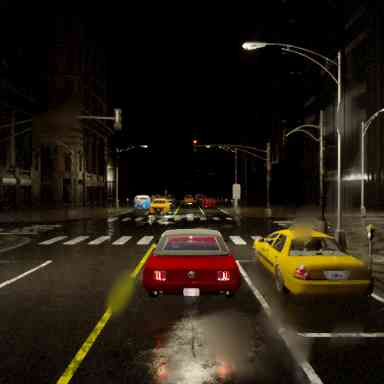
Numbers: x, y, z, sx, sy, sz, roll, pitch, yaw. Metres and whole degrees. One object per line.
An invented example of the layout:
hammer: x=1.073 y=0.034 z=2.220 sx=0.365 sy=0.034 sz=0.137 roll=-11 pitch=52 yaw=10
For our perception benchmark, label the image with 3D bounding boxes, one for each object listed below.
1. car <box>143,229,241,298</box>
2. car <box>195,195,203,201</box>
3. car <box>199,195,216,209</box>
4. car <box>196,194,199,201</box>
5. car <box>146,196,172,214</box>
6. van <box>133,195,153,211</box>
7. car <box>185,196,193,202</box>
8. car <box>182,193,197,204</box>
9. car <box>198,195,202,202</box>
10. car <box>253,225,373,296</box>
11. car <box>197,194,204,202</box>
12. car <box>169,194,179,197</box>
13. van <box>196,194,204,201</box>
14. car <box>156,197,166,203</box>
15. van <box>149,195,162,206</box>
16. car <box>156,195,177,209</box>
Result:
car: x=-0.008 y=1.602 z=8.492 sx=1.895 sy=1.301 sz=4.718 roll=0 pitch=0 yaw=0
car: x=1.991 y=1.614 z=90.679 sx=2.008 sy=1.369 sz=4.403 roll=0 pitch=0 yaw=0
car: x=2.383 y=1.564 z=46.477 sx=1.887 sy=1.381 sz=4.507 roll=0 pitch=0 yaw=0
car: x=2.234 y=1.561 z=63.223 sx=1.752 sy=1.417 sz=4.829 roll=0 pitch=0 yaw=0
car: x=-3.390 y=1.489 z=35.257 sx=1.882 sy=1.535 sz=5.008 roll=0 pitch=0 yaw=-2
van: x=-6.126 y=1.356 z=40.897 sx=1.690 sy=1.788 sz=3.998 roll=0 pitch=0 yaw=0
car: x=-0.651 y=1.493 z=76.196 sx=1.895 sy=1.301 sz=4.718 roll=0 pitch=0 yaw=0
car: x=-0.560 y=1.515 z=65.747 sx=1.882 sy=1.535 sz=5.008 roll=0 pitch=0 yaw=0
car: x=2.334 y=1.569 z=52.002 sx=1.887 sy=1.381 sz=4.507 roll=0 pitch=0 yaw=0
car: x=2.700 y=1.526 z=8.555 sx=1.752 sy=1.417 sz=4.829 roll=0 pitch=0 yaw=0
car: x=2.285 y=1.574 z=57.527 sx=1.887 sy=1.381 sz=4.507 roll=0 pitch=0 yaw=0
car: x=-3.557 y=1.534 z=55.868 sx=1.837 sy=1.490 sz=4.892 roll=0 pitch=0 yaw=0
van: x=2.039 y=1.399 z=85.154 sx=1.690 sy=1.788 sz=3.998 roll=0 pitch=0 yaw=0
car: x=-6.359 y=1.622 z=68.520 sx=1.802 sy=1.307 sz=4.206 roll=0 pitch=0 yaw=0
van: x=-6.266 y=1.370 z=57.471 sx=1.690 sy=1.788 sz=3.998 roll=0 pitch=0 yaw=0
car: x=-3.479 y=1.510 z=45.144 sx=2.128 sy=1.511 sz=4.902 roll=0 pitch=0 yaw=0
